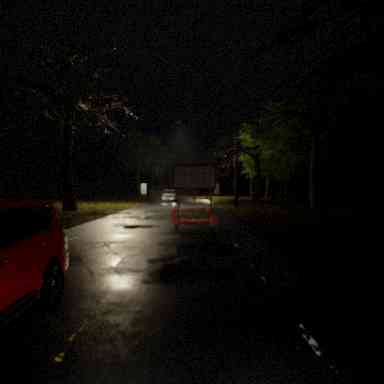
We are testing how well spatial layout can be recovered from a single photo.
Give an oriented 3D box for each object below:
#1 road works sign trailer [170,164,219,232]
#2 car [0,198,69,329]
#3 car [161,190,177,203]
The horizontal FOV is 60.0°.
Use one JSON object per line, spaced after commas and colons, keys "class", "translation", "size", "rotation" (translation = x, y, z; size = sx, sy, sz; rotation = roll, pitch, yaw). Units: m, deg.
{"class": "road works sign trailer", "translation": [0.135, 0.243, 18.288], "size": [2.380, 3.560, 2.880], "rotation": [0, 1, -5]}
{"class": "car", "translation": [-3.607, 1.159, 4.648], "size": [2.150, 2.045, 5.566], "rotation": [0, 1, 0]}
{"class": "car", "translation": [-3.646, 0.644, 53.775], "size": [2.150, 2.045, 5.566], "rotation": [0, 1, 0]}
